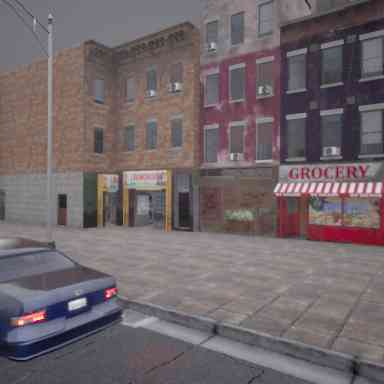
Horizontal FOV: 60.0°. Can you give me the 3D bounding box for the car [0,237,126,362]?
[{"bbox_3d":[-3.585,1.547,5.895,5.357,1.411,2.033,0,0,35],"label":"car"}]
